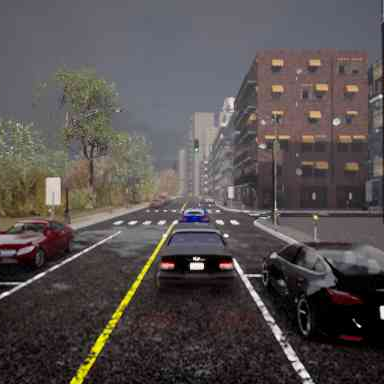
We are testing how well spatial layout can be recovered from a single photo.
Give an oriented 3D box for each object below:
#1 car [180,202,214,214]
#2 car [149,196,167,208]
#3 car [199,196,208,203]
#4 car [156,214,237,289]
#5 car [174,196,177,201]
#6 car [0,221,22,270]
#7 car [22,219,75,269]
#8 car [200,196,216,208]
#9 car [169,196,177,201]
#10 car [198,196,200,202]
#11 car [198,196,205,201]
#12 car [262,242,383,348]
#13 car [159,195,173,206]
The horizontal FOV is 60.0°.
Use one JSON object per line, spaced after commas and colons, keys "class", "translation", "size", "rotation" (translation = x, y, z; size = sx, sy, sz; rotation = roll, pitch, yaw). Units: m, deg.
{"class": "car", "translation": [0.210, 1.575, 19.905], "size": [1.812, 1.442, 4.674], "rotation": [0, 0, 3]}
{"class": "car", "translation": [-5.292, 1.677, 49.344], "size": [1.887, 1.381, 4.507], "rotation": [1, 0, 0]}
{"class": "car", "translation": [2.599, 1.667, 78.562], "size": [1.967, 1.590, 4.097], "rotation": [1, 0, 0]}
{"class": "car", "translation": [0.104, 1.571, 9.321], "size": [2.033, 1.411, 5.357], "rotation": [0, 0, 0]}
{"class": "car", "translation": [-5.281, 1.795, 83.400], "size": [2.008, 1.369, 4.403], "rotation": [1, 0, 0]}
{"class": "car", "translation": [-5.303, 1.329, 5.576], "size": [2.192, 1.841, 5.009], "rotation": [1, 0, 0]}
{"class": "car", "translation": [-5.304, 1.610, 11.229], "size": [1.802, 1.307, 4.206], "rotation": [1, 0, 0]}
{"class": "car", "translation": [2.589, 1.686, 50.146], "size": [2.008, 1.369, 4.403], "rotation": [1, 0, 0]}
{"class": "car", "translation": [-5.278, 1.838, 94.753], "size": [2.008, 1.369, 4.403], "rotation": [1, 0, 0]}
{"class": "car", "translation": [2.594, 1.771, 67.195], "size": [1.802, 1.307, 4.206], "rotation": [1, 0, 0]}
{"class": "car", "translation": [2.603, 1.835, 95.610], "size": [1.887, 1.381, 4.507], "rotation": [0, 0, 0]}
{"class": "car", "translation": [2.575, 1.582, 6.329], "size": [1.947, 1.339, 4.313], "rotation": [1, 0, 0]}
{"class": "car", "translation": [-5.286, 1.483, 60.697], "size": [2.192, 1.841, 5.009], "rotation": [1, 0, 0]}
